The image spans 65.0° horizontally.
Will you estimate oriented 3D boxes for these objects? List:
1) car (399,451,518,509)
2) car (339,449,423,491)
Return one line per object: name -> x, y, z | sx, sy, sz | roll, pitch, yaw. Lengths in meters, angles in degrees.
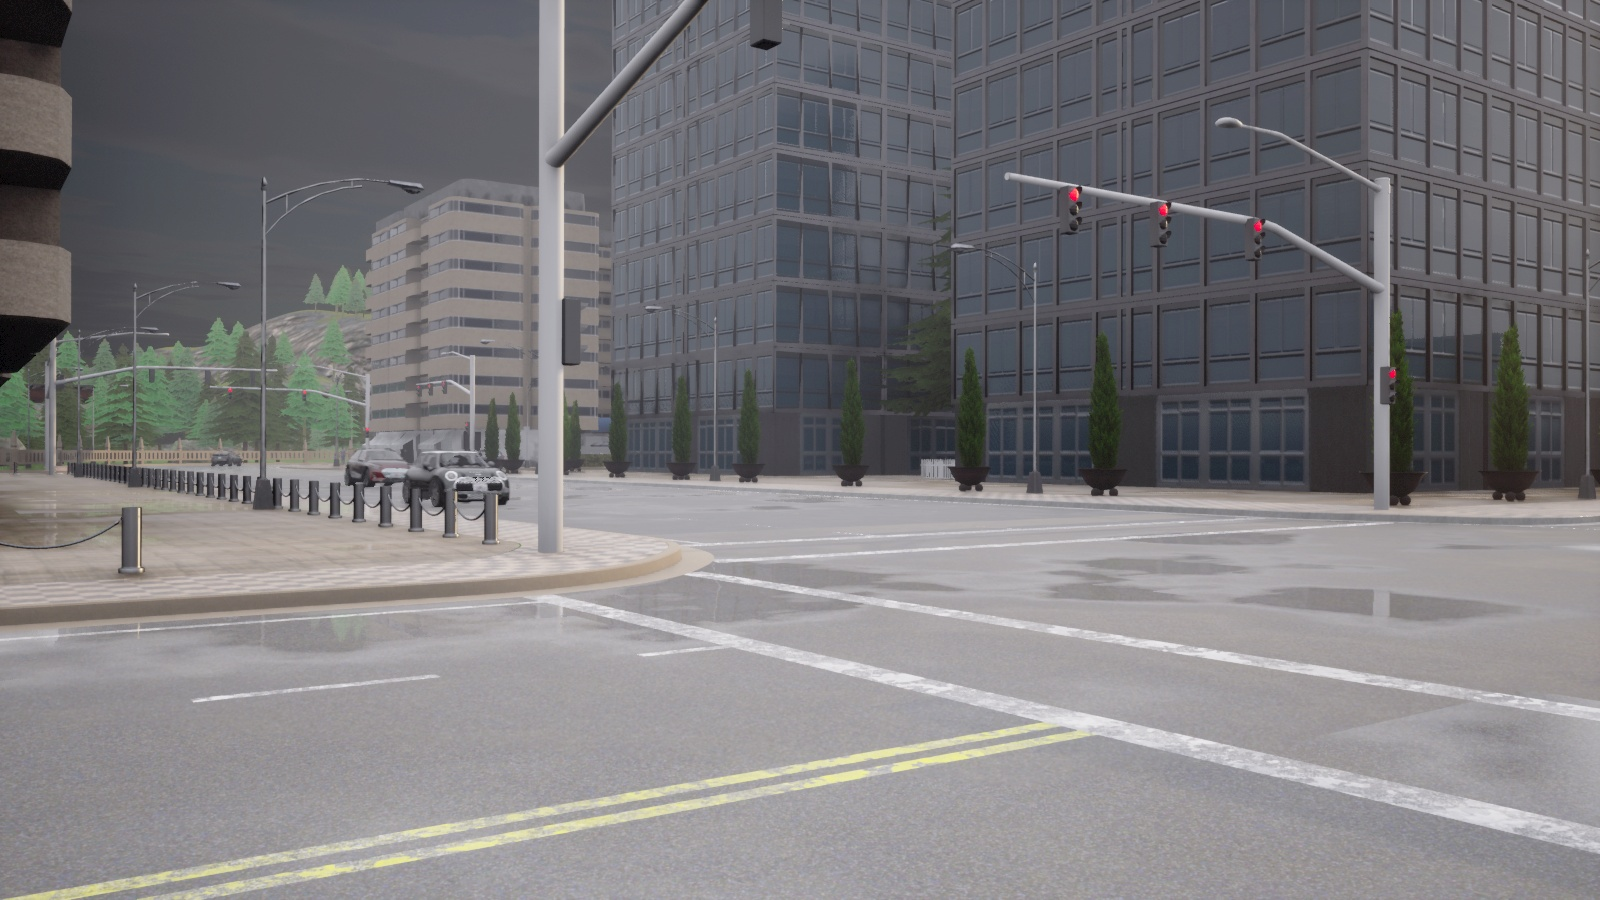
car -> -9.284, 0.758, 33.960 | 1.970, 1.475, 3.806 | 0, 0, -34
car -> -17.431, 0.784, 52.106 | 2.033, 1.649, 4.856 | 0, 0, -34
